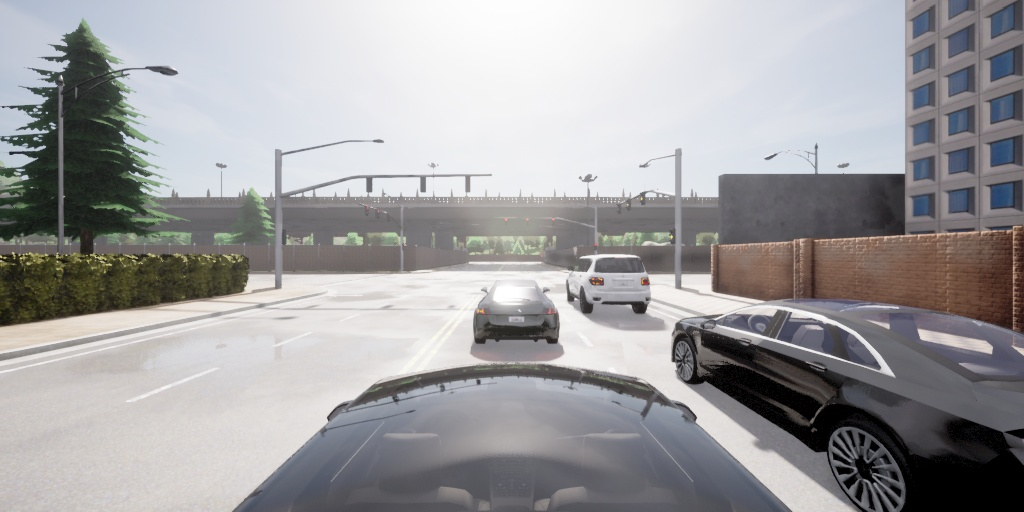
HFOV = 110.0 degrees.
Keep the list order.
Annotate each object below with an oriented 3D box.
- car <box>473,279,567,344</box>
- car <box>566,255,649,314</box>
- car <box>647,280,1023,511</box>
[{"bbox_3d":[0.096,1.314,9.611,1.994,1.385,4.181,0,0,0],"label":"car"},{"bbox_3d":[3.493,0.971,13.955,2.150,2.045,5.566,0,0,0],"label":"car"},{"bbox_3d":[3.596,1.242,4.150,2.128,1.511,4.902,0,0,0],"label":"car"}]
